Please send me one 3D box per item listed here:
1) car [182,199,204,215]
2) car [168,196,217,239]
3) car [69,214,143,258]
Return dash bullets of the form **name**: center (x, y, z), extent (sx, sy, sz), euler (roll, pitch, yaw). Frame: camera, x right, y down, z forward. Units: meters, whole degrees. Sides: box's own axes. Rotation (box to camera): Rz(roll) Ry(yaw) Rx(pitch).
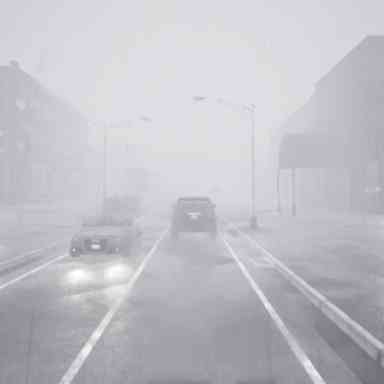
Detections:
- **car**: center (0.104, 1.564, 35.938), extent (2.128, 1.511, 4.902), euler (0, 0, 0)
- **car**: center (0.101, 1.230, 17.558), extent (2.150, 2.045, 5.566), euler (0, 0, 0)
- **car**: center (-3.099, 1.565, 12.689), extent (1.994, 1.385, 4.181), euler (0, 0, 0)
